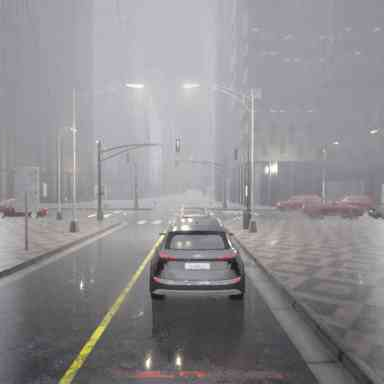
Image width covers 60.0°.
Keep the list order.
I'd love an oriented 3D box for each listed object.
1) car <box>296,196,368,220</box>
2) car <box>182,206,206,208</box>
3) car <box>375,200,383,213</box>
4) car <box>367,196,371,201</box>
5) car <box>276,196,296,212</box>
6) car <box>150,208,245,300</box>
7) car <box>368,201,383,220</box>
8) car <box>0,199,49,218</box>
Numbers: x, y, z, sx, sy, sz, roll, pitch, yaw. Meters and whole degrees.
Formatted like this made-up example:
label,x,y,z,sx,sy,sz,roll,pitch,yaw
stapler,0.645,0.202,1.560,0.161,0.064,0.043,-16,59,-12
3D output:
label,x,y,z,sx,sy,sz,roll,pitch,yaw
car,12.156,1.463,29.145,5.009,1.841,2.192,0,1,0
car,0.116,1.507,17.451,1.837,1.490,4.892,0,0,0
car,23.436,1.633,37.692,4.313,1.339,1.947,0,1,0
car,17.795,1.353,37.679,5.009,1.841,2.192,0,1,0
car,12.151,1.325,37.669,5.009,1.841,2.192,0,1,0
car,0.118,1.428,8.364,2.033,1.649,4.856,0,0,0
car,17.799,1.742,29.159,4.313,1.339,1.947,0,1,0
car,-14.885,1.567,29.099,4.507,1.381,1.887,0,1,0
